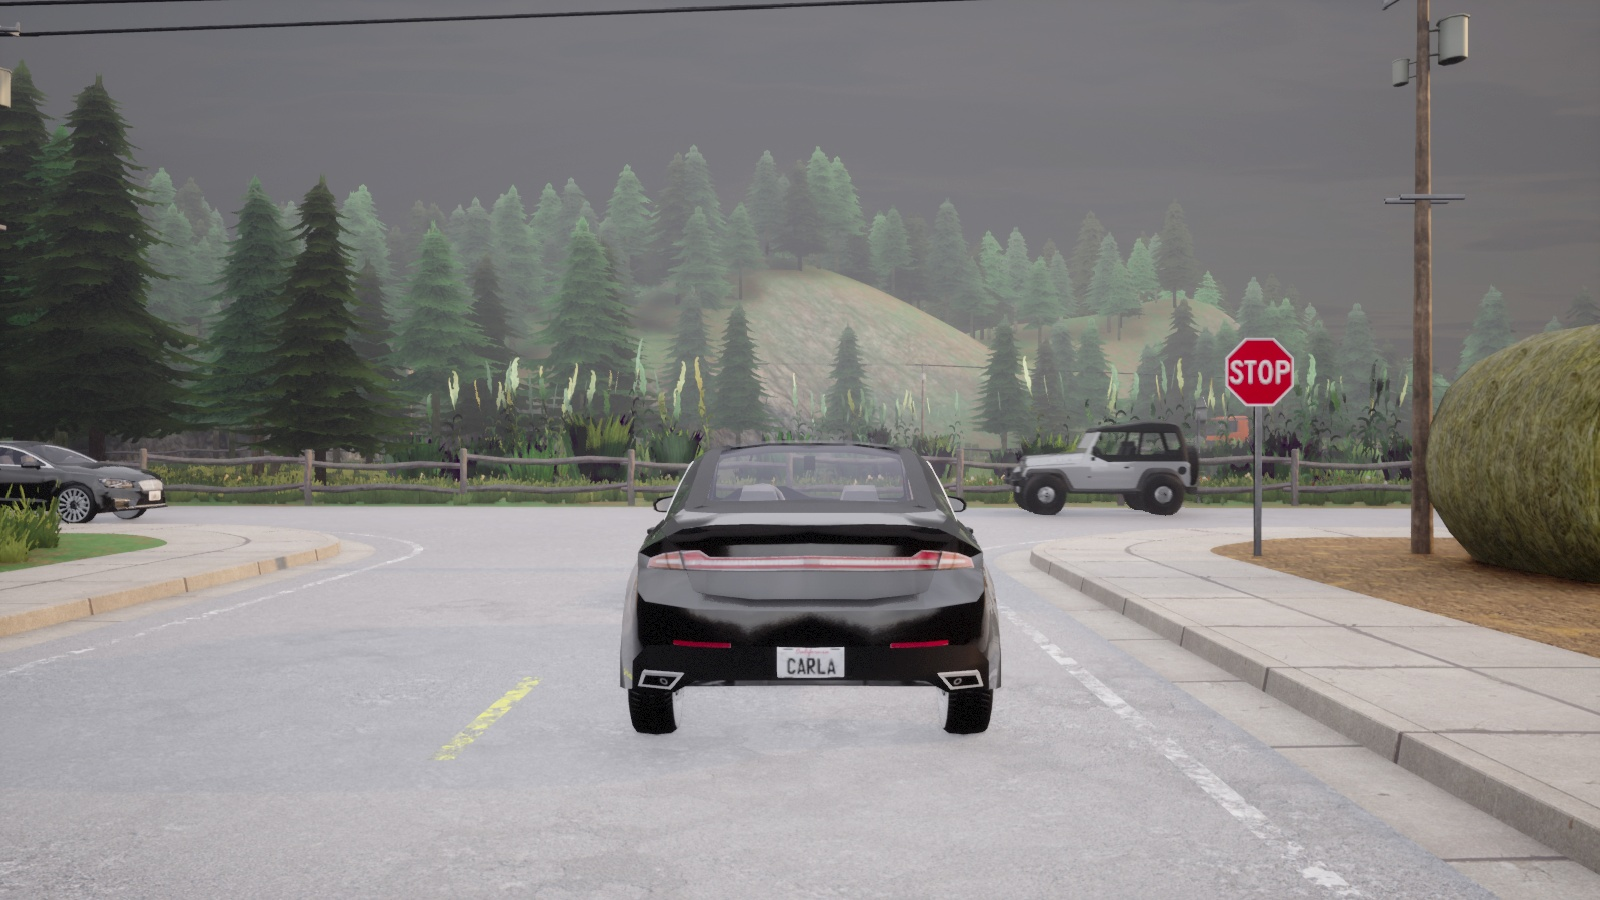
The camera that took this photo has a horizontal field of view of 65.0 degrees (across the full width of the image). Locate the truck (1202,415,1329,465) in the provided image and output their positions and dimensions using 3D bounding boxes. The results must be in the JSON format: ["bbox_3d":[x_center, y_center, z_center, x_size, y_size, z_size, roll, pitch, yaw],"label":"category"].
[{"bbox_3d":[32.731,-0.709,88.492,7.936,3.462,2.891,0,0,-1],"label":"truck"}]

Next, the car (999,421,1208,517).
[{"bbox_3d":[6.145,0.368,25.749,3.866,1.878,1.905,0,0,2],"label":"car"}]

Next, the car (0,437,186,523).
[{"bbox_3d":[-14.394,0.524,23.385,4.902,1.511,2.128,0,0,3],"label":"car"}]

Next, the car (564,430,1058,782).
[{"bbox_3d":[0.061,0.658,7.862,2.128,1.511,4.902,0,0,0],"label":"car"}]
